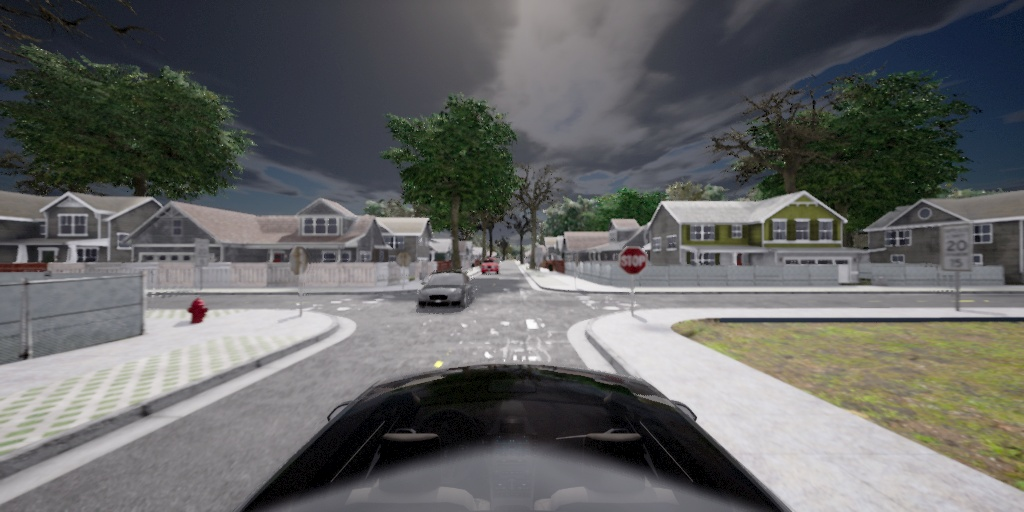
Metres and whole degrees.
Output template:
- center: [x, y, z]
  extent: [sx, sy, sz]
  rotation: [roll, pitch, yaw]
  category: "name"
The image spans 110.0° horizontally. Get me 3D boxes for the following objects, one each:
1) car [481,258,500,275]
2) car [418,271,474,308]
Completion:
- center: [-2.731, 1.291, 45.891]
  extent: [2.150, 2.045, 5.566]
  rotation: [0, 0, 0]
  category: "car"
- center: [-2.745, 1.428, 15.763]
  extent: [1.837, 1.490, 4.892]
  rotation: [0, 0, 0]
  category: "car"
